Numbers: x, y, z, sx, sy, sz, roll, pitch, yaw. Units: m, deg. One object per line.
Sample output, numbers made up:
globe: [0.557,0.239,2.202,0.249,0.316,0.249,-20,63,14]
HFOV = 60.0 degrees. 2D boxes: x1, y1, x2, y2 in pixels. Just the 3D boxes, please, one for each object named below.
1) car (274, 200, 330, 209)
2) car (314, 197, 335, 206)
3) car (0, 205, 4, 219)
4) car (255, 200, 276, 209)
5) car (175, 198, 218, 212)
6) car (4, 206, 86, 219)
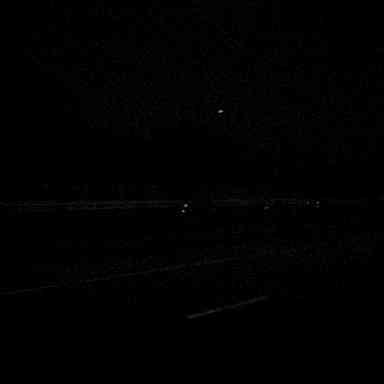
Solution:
car: [9.200,1.638,27.751,4.181,1.385,1.994,0,0,-35]
car: [18.178,1.506,46.939,4.553,1.767,2.097,0,0,-36]
car: [-14.482,1.569,23.757,4.181,1.385,1.994,0,0,-35]
car: [8.897,1.616,36.126,4.674,1.442,1.812,0,0,-35]
car: [0.437,1.416,34.396,4.553,1.767,2.097,0,0,-35]
car: [-9.896,1.616,22.729,4.718,1.301,1.895,0,0,-35]
